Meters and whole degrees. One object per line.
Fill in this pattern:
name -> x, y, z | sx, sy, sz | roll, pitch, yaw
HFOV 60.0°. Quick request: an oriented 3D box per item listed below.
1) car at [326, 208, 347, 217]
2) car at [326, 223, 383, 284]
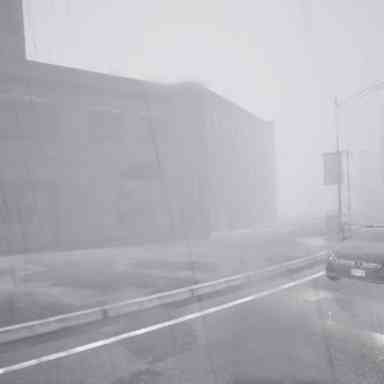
car -> 21.788, 3.188, 50.325 | 1.994, 1.385, 4.181 | -3, -3, 2
car -> 5.422, 1.626, 9.350 | 1.812, 1.442, 4.674 | -1, -2, 44
